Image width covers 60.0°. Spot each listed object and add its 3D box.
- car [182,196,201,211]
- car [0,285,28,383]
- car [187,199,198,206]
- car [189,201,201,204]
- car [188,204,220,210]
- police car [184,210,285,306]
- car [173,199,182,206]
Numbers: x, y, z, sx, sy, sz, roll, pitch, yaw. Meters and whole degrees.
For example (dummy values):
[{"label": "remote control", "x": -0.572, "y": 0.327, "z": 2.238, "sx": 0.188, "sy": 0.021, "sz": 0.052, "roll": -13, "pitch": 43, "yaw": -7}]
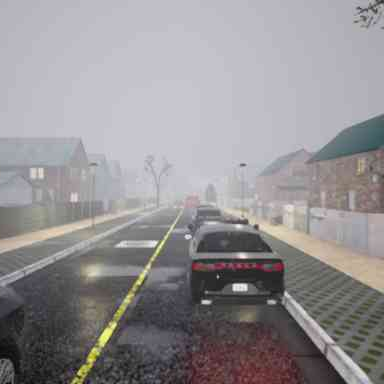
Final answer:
[{"label": "car", "x": 0.124, "y": 1.529, "z": 46.564, "sx": 2.150, "sy": 2.045, "sz": 5.566, "roll": 0, "pitch": 0, "yaw": 1}, {"label": "car", "x": -2.747, "y": 1.501, "z": 1.765, "sx": 2.128, "sy": 1.511, "sz": 4.902, "roll": 0, "pitch": 0, "yaw": 0}, {"label": "car", "x": 0.126, "y": 2.027, "z": 65.788, "sx": 2.033, "sy": 1.411, "sz": 5.357, "roll": 0, "pitch": -1, "yaw": 0}, {"label": "car", "x": 0.871, "y": 1.648, "z": 24.250, "sx": 1.837, "sy": 1.490, "sz": 4.892, "roll": 0, "pitch": 0, "yaw": 0}, {"label": "car", "x": 0.860, "y": 1.609, "z": 18.249, "sx": 1.837, "sy": 1.490, "sz": 4.892, "roll": 0, "pitch": 0, "yaw": 0}, {"label": "police car", "x": 0.841, "y": 1.470, "z": 8.359, "sx": 1.930, "sy": 1.638, "sz": 5.238, "roll": 0, "pitch": 0, "yaw": 0}, {"label": "car", "x": -2.626, "y": 2.030, "z": 64.390, "sx": 1.994, "sy": 1.385, "sz": 4.181, "roll": 0, "pitch": -1, "yaw": 0}]
